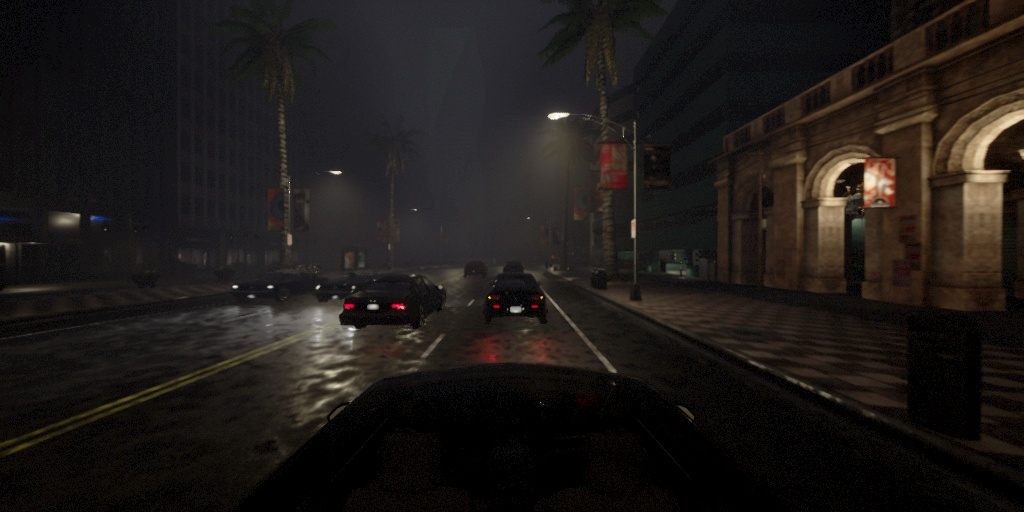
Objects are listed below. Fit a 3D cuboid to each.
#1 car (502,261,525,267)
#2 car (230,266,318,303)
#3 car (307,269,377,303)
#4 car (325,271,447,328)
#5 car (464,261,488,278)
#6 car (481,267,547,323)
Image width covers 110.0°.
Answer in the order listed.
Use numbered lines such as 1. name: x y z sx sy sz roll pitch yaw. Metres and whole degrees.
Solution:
1. car: 0.128 1.225 32.452 1.837 1.490 4.892 0 0 0
2. car: -10.586 1.337 16.783 1.895 1.301 4.718 0 0 0
3. car: -7.087 1.337 16.572 1.895 1.301 4.718 0 0 0
4. car: -3.392 1.289 11.256 2.033 1.411 5.357 0 0 0
5. car: -3.370 1.197 34.027 1.882 1.535 5.008 0 0 0
6. car: 0.096 1.266 11.907 1.812 1.442 4.674 0 0 0
